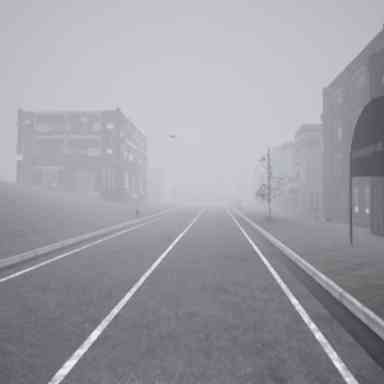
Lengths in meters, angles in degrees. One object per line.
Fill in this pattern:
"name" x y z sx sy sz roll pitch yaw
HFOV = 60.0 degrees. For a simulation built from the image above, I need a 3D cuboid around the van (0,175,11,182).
"van" -33.490 -1.944 57.435 1.878 1.987 4.442 1 -3 -12
